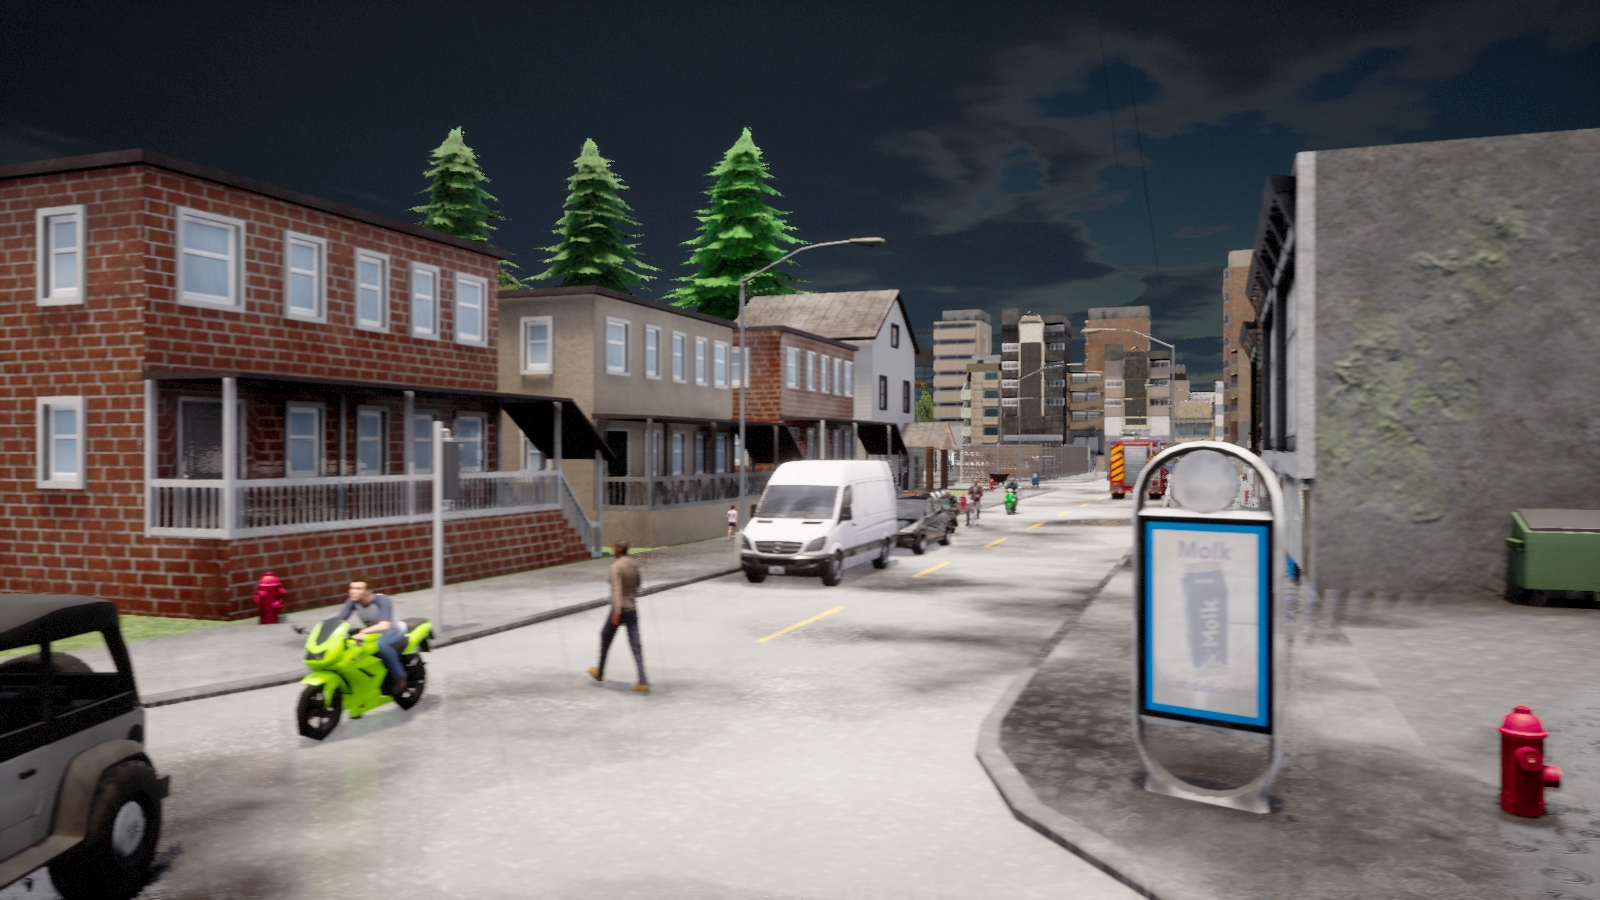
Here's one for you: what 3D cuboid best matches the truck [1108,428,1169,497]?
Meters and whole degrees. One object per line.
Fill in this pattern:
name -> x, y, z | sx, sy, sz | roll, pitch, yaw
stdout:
truck -> 20.136, 0.669, 67.647 | 2.891, 3.827, 8.468 | 0, 0, 20

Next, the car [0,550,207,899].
car -> -5.119, 1.638, 6.153 | 1.905, 1.878, 3.866 | 0, 0, -1

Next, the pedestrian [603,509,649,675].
pedestrian -> -2.014, 1.627, 13.236 | 0.375, 1.860, 0.375 | 0, 0, 44

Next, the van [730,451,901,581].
van -> 0.533, 1.313, 25.685 | 1.988, 2.561, 5.915 | 0, 0, 20

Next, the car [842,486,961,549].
car -> 2.973, 1.841, 32.362 | 2.163, 1.488, 4.792 | 0, 0, 20

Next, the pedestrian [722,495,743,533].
pedestrian -> -2.013, 1.902, 34.144 | 0.500, 1.100, 0.500 | 0, 0, 18

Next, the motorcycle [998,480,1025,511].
motorcycle -> 9.151, 1.960, 49.326 | 0.856, 1.236, 1.805 | 0, 0, 20
